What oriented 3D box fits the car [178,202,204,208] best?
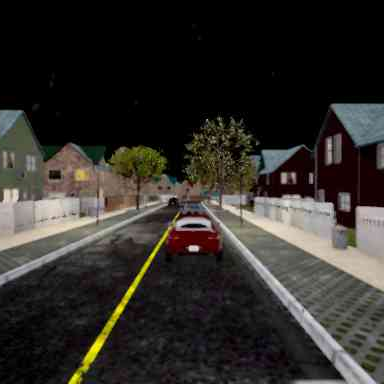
[{"bbox_3d":[0.061,1.566,26.438,1.895,1.301,4.718,0,0,0],"label":"car"}]

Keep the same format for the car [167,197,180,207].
[{"bbox_3d":[-2.821,1.526,51.873,1.837,1.490,4.892,0,-1,0],"label":"car"}]

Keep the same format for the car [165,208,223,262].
[{"bbox_3d":[0.069,1.504,11.974,1.812,1.442,4.674,0,-1,0],"label":"car"}]
